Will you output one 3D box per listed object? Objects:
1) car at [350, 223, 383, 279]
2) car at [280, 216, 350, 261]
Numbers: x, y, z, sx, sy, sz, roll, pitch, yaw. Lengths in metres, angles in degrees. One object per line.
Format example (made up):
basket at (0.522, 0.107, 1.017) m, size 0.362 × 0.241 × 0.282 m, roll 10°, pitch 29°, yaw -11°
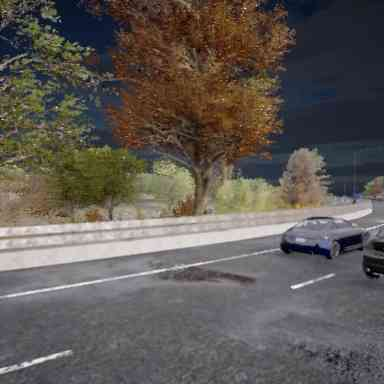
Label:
car at (6.420, 1.544, 9.183) m, size 4.892 × 1.490 × 1.837 m, roll 0°, pitch 0°, yaw -41°
car at (5.221, 1.630, 12.814) m, size 4.181 × 1.385 × 1.994 m, roll 0°, pitch 0°, yaw -42°
